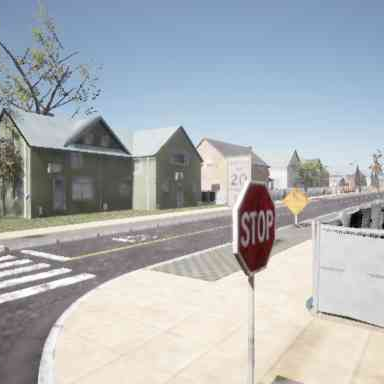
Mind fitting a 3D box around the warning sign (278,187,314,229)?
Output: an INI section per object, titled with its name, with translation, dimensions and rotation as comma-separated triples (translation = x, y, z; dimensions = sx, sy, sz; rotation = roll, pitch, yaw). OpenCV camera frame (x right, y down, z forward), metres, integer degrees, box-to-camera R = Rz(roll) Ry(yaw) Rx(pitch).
[warning sign]
translation = 4.884, 0.724, 15.598
dimensions = 1.300, 1.860, 1.060
rotation = -2, -1, 37
